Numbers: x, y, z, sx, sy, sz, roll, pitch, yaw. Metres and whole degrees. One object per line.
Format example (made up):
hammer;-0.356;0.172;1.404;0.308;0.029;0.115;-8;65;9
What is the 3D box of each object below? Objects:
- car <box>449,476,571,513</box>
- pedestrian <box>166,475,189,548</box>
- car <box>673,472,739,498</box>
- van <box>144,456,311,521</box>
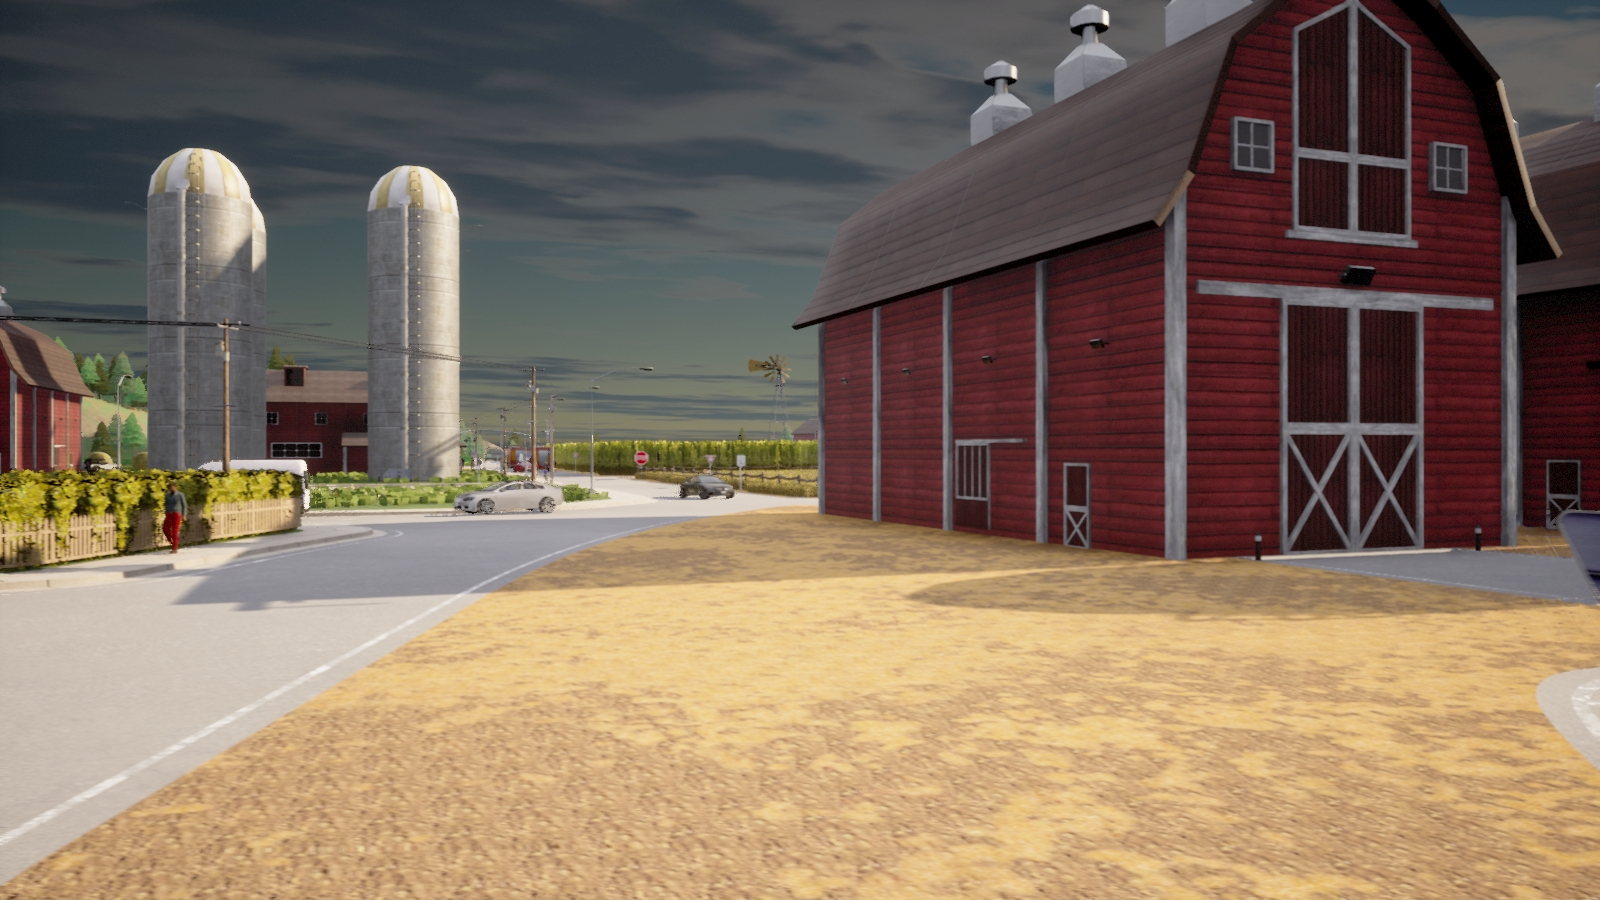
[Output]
car;-13.104;1.994;51.745;4.902;1.511;2.128;0;-1;-35
pedestrian;-15.883;1.564;29.140;0.375;1.860;0.375;0;0;4
car;-5.676;2.077;68.605;2.002;1.442;4.674;0;0;-32
van;-23.492;1.553;47.173;5.915;2.561;1.988;0;0;-17
